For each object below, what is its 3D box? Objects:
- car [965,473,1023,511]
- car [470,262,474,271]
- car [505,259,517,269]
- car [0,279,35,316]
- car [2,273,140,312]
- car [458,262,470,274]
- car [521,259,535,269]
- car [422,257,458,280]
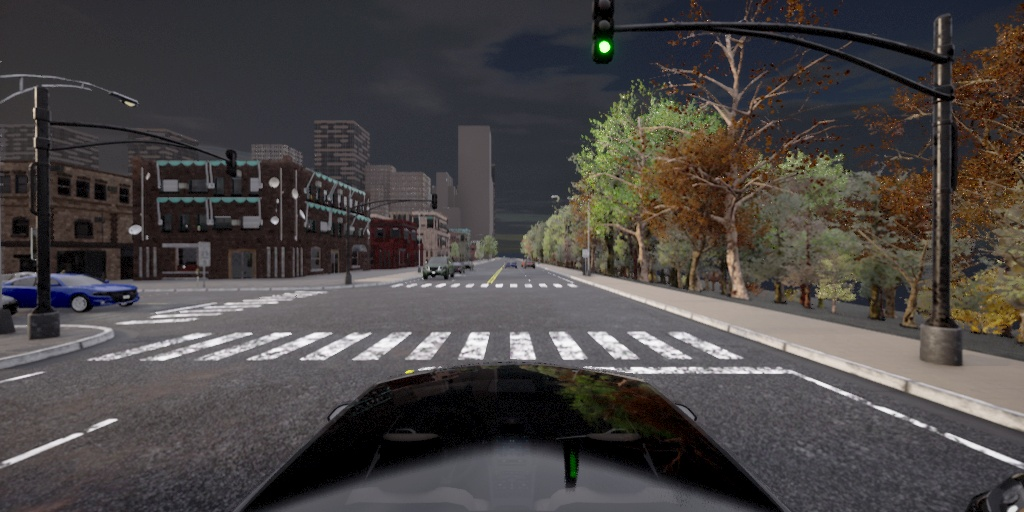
[{"bbox_3d":[3.363,1.308,0.110,1.994,1.385,4.181,0,0,-1],"label":"car"},{"bbox_3d":[-6.827,1.540,54.057,1.895,1.301,4.718,0,0,0],"label":"car"},{"bbox_3d":[-0.184,1.325,63.862,2.097,1.767,4.553,0,0,0],"label":"car"},{"bbox_3d":[-19.994,1.608,12.361,4.313,1.339,1.948,0,0,0],"label":"car"},{"bbox_3d":[-18.746,1.489,15.080,5.008,1.535,1.882,-1,0,-1],"label":"car"},{"bbox_3d":[-6.791,1.450,43.801,2.033,1.411,5.357,0,0,0],"label":"car"},{"bbox_3d":[3.071,1.475,63.077,1.837,1.490,4.892,0,0,0],"label":"car"},{"bbox_3d":[-6.743,1.088,33.543,2.150,2.045,5.566,0,0,0],"label":"car"}]
